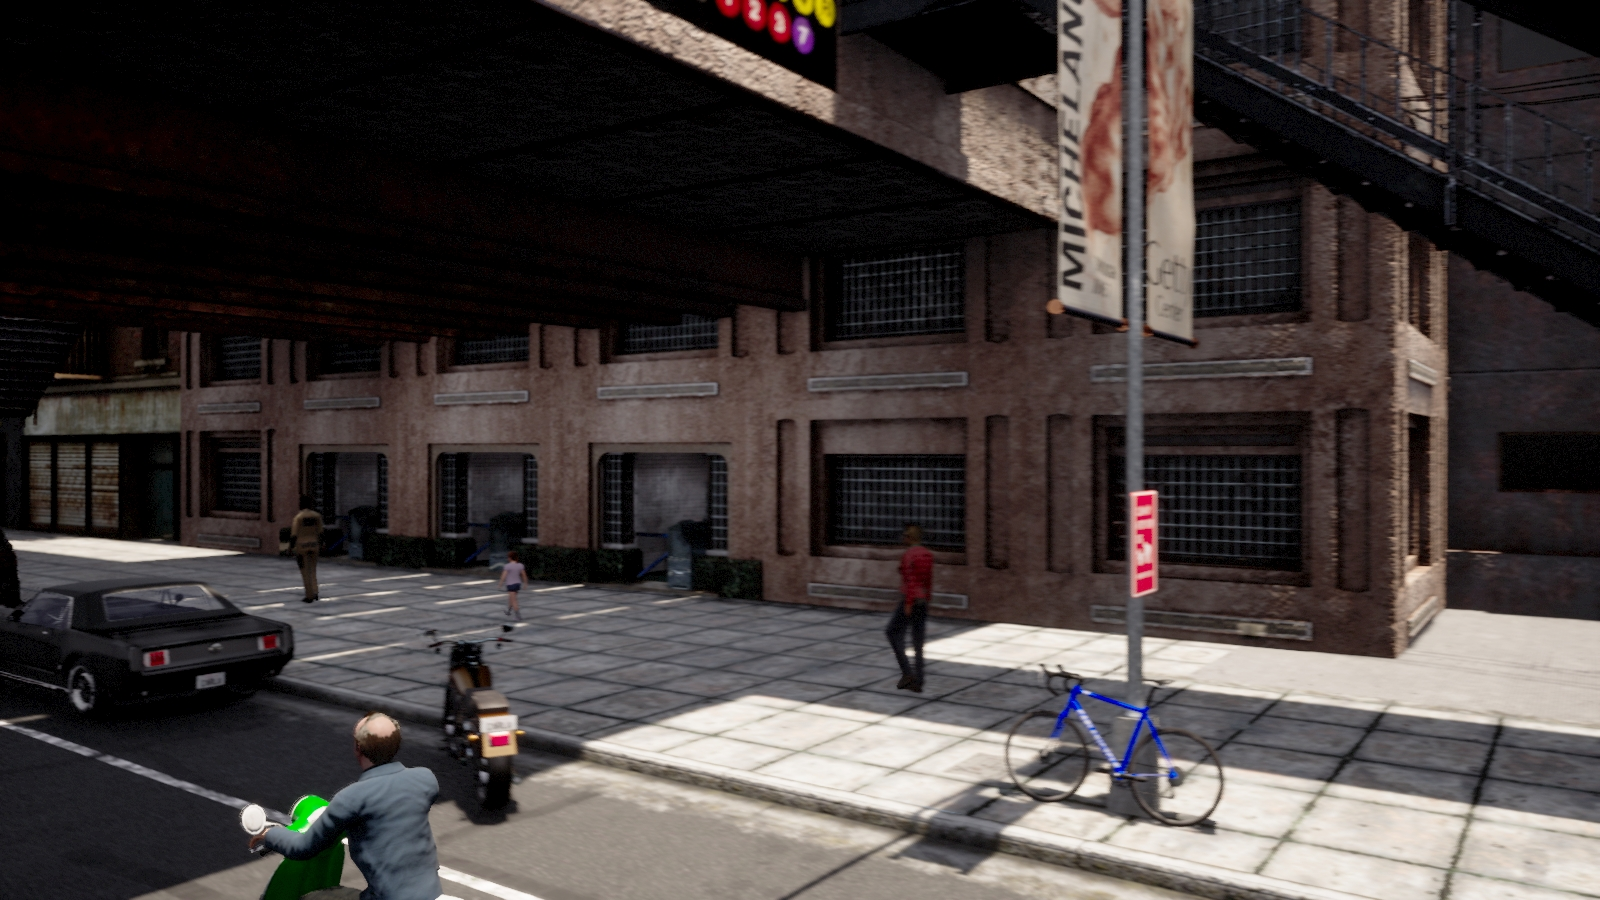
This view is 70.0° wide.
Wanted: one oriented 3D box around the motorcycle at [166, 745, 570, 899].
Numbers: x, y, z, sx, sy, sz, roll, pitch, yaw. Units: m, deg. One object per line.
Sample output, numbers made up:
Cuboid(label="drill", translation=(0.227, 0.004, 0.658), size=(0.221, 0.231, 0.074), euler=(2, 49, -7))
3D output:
Cuboid(label="motorcycle", translation=(-1.997, 2.182, 5.197), size=(1.805, 1.236, 0.856), euler=(0, 0, 35))

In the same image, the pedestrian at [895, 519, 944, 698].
Cuboid(label="pedestrian", translation=(1.290, 1.696, 12.363), size=(0.375, 1.860, 0.375), euler=(0, 0, -42))

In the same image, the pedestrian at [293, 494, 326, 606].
Cuboid(label="pedestrian", translation=(-8.394, 1.696, 19.552), size=(0.375, 1.860, 0.375), euler=(0, 0, 39))

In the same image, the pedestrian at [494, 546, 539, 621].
Cuboid(label="pedestrian", translation=(-4.431, 2.076, 17.865), size=(0.500, 1.100, 0.500), euler=(0, 0, 43))
